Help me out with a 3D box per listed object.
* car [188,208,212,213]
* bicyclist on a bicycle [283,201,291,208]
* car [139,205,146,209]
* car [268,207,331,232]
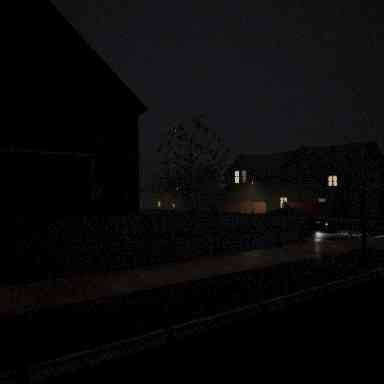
[{"bbox_3d":[1.119,2.168,31.030,1.895,1.301,4.718,-1,-1,-36],"label":"car"},{"bbox_3d":[8.681,1.667,30.491,1.656,1.620,0.582,-1,0,-36],"label":"bicyclist on a bicycle"},{"bbox_3d":[-7.044,2.378,42.507,1.882,1.535,5.008,-1,-1,-35],"label":"car"},{"bbox_3d":[7.006,1.832,22.771,1.837,1.490,4.892,-1,-1,-36],"label":"car"}]
